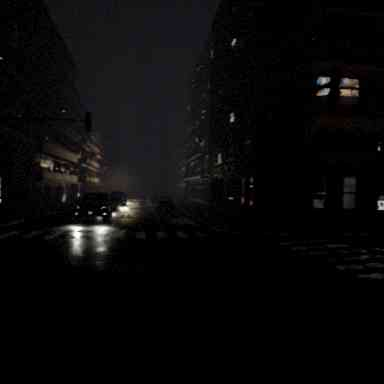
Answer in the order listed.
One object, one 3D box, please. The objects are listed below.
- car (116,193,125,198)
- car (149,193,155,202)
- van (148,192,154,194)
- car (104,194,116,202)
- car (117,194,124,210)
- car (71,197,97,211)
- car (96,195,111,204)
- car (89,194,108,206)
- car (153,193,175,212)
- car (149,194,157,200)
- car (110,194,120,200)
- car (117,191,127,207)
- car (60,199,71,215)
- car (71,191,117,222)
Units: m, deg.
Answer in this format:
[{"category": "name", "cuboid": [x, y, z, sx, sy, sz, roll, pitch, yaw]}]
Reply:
[{"category": "car", "cuboid": [-19.256, 0.911, 89.620, 2.008, 1.369, 4.403, 0, 0, -8]}, {"category": "car", "cuboid": [-5.353, 1.267, 52.545, 2.008, 1.369, 4.403, 0, 0, -8]}, {"category": "van", "cuboid": [-6.955, 0.995, 63.483, 1.690, 1.788, 3.998, 0, 0, -8]}, {"category": "car", "cuboid": [-15.223, 1.035, 62.105, 1.752, 1.417, 4.829, 0, 0, -8]}, {"category": "car", "cuboid": [-8.603, 1.263, 34.873, 2.033, 1.411, 5.357, 1, 0, -8]}, {"category": "car", "cuboid": [-11.240, 1.234, 34.926, 1.947, 1.339, 4.313, 0, 0, -8]}, {"category": "car", "cuboid": [-13.646, 1.153, 51.335, 1.802, 1.307, 4.206, 0, 0, -8]}, {"category": "car", "cuboid": [-12.843, 1.043, 45.864, 1.967, 1.590, 4.097, 0, 0, -8]}, {"category": "car", "cuboid": [-2.948, 1.254, 36.137, 1.967, 1.590, 4.097, 0, 0, -8]}, {"category": "car", "cuboid": [-9.362, 1.108, 79.892, 1.887, 1.381, 4.507, 0, 0, -8]}, {"category": "car", "cuboid": [-16.851, 1.030, 73.213, 1.802, 1.307, 4.206, 0, 0, -8]}, {"category": "car", "cuboid": [-10.120, 0.875, 45.478, 2.150, 2.045, 5.566, 1, 0, -8]}, {"category": "car", "cuboid": [-10.438, 1.252, 29.457, 2.008, 1.369, 4.403, 0, 0, -8]}, {"category": "car", "cuboid": [-7.107, 0.999, 24.675, 2.150, 2.045, 5.566, 1, 0, -8]}]
